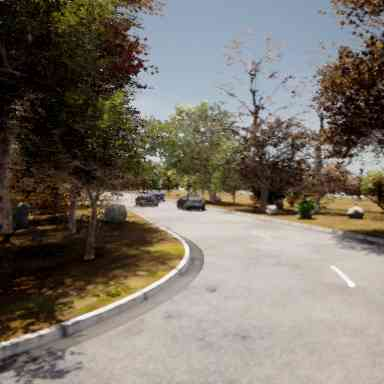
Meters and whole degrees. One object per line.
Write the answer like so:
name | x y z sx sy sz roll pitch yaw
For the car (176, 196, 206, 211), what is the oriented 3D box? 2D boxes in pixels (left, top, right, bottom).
car | -0.172 1.032 32.336 1.994 1.385 4.181 1 1 -18

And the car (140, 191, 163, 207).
car | -4.844 0.878 35.634 1.994 1.385 4.181 1 1 -18
